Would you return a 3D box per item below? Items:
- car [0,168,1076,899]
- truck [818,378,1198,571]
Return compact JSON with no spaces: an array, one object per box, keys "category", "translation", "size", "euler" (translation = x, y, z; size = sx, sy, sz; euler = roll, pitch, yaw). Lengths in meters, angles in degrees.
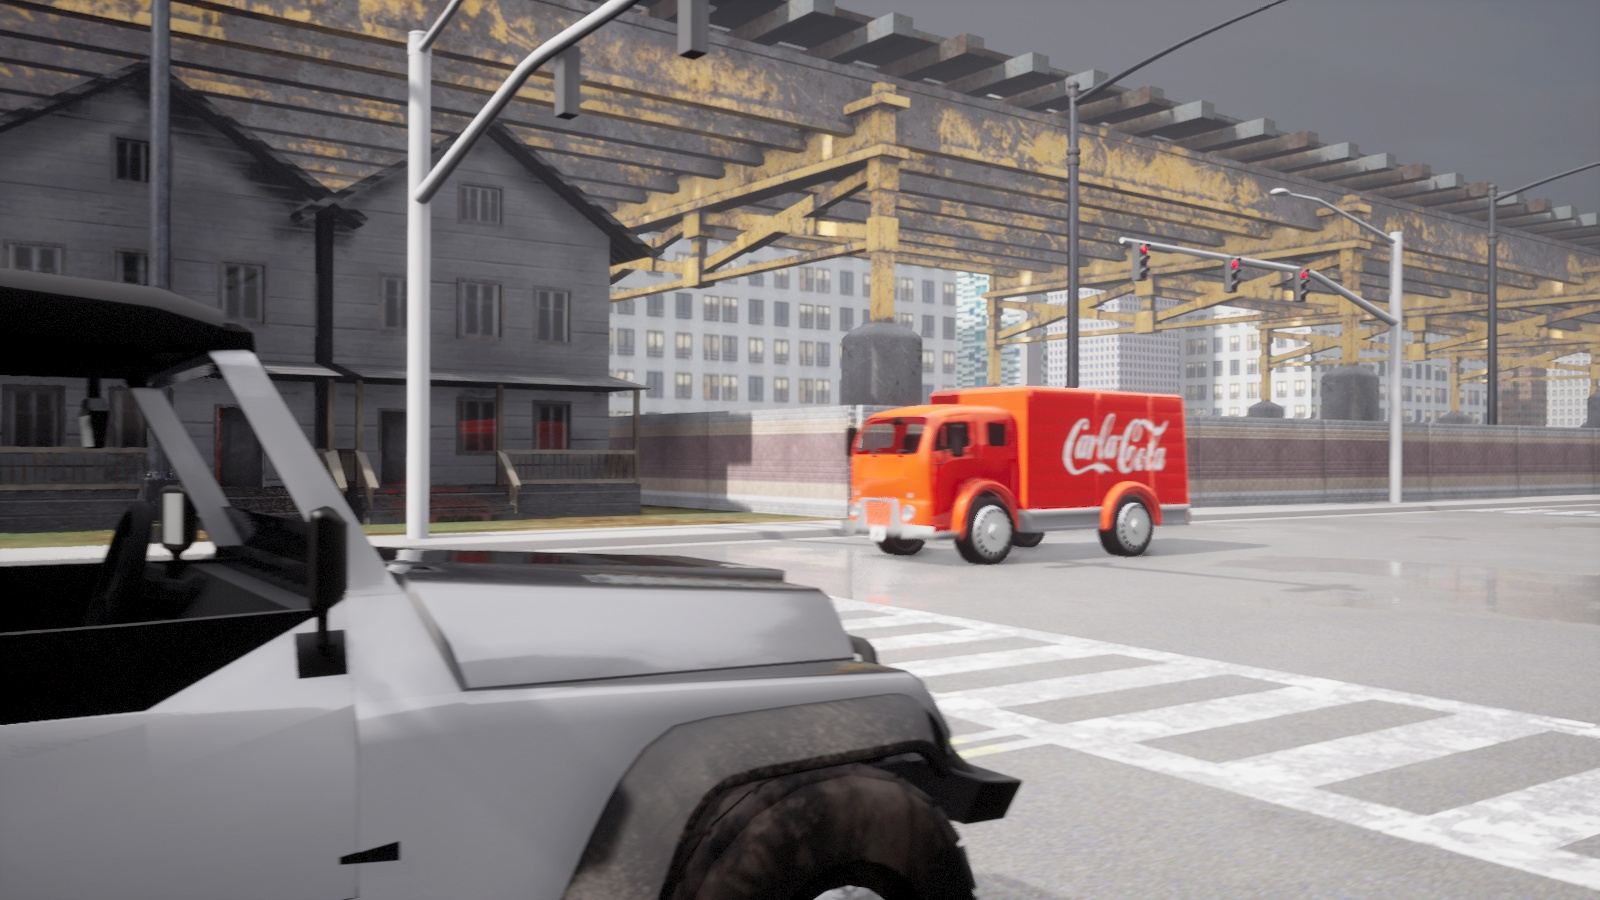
[{"category":"car","translation":[-1.486,0.552,2.626],"size":[3.866,1.878,1.905],"euler":[0,0,-35]},{"category":"truck","translation":[3.150,0.317,18.643],"size":[5.204,2.467,2.627],"euler":[0,0,-35]}]
